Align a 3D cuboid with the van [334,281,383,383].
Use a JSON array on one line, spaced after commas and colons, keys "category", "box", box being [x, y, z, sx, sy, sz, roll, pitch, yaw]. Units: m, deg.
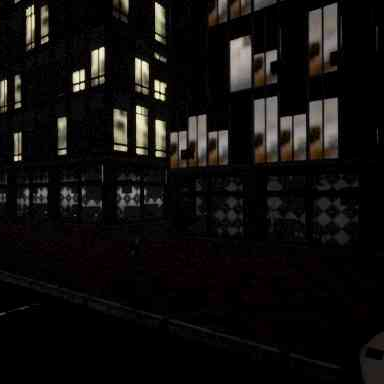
[{"category": "van", "box": [2.538, 1.341, 1.074, 3.998, 1.788, 1.690, 0, 0, 35]}]
